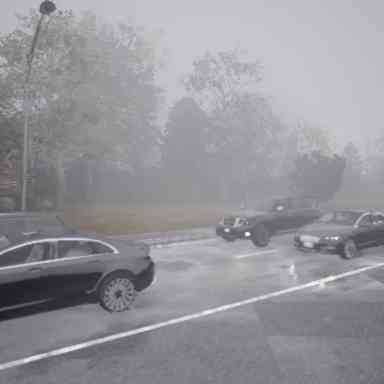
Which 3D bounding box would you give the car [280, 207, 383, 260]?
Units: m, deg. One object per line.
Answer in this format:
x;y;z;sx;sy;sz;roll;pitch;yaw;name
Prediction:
5.833;1.432;12.358;4.902;1.511;2.128;-1;1;-35;car

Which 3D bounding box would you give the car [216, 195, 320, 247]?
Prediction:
3.690;1.163;15.128;5.566;2.045;2.150;-1;1;-35;car

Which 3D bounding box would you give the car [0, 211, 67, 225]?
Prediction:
-5.274;1.352;8.810;4.553;1.767;2.097;0;0;-35;car

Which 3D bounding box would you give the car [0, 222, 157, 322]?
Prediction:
-3.016;1.494;6.125;4.902;1.511;2.128;0;0;-35;car
